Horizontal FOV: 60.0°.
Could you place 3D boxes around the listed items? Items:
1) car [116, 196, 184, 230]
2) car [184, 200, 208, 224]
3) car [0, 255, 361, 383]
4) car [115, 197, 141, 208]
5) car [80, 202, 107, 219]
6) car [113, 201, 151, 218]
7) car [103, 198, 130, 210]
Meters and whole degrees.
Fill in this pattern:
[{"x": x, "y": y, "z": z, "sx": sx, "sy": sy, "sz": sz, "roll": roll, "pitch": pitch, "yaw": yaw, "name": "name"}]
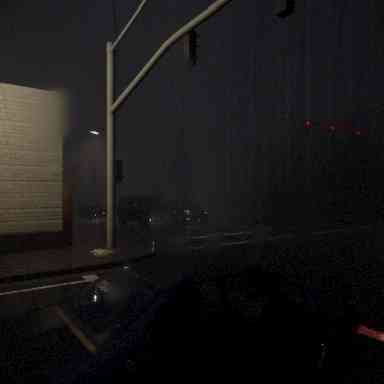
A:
[{"x": -3.165, "y": 1.277, "z": 22.295, "sx": 2.150, "sy": 2.045, "sz": 5.566, "roll": 0, "pitch": 0, "yaw": -36, "name": "car"}, {"x": -0.799, "y": 1.407, "z": 25.010, "sx": 2.097, "sy": 1.767, "sz": 4.553, "roll": 0, "pitch": 0, "yaw": -36, "name": "car"}, {"x": -0.175, "y": 1.546, "z": 3.869, "sx": 5.357, "sy": 1.411, "sz": 2.033, "roll": 0, "pitch": 0, "yaw": -36, "name": "car"}, {"x": -9.577, "y": 1.560, "z": 49.634, "sx": 1.837, "sy": 1.490, "sz": 4.892, "roll": 0, "pitch": 0, "yaw": -37, "name": "car"}, {"x": -8.635, "y": 1.619, "z": 29.959, "sx": 1.994, "sy": 1.385, "sz": 4.181, "roll": 0, "pitch": 0, "yaw": -35, "name": "car"}, {"x": -5.822, "y": 1.619, "z": 32.036, "sx": 1.994, "sy": 1.385, "sz": 4.181, "roll": 0, "pitch": 0, "yaw": -35, "name": "car"}, {"x": -10.205, "y": 1.581, "z": 44.445, "sx": 1.812, "sy": 1.442, "sz": 4.674, "roll": 0, "pitch": 0, "yaw": -36, "name": "car"}]
